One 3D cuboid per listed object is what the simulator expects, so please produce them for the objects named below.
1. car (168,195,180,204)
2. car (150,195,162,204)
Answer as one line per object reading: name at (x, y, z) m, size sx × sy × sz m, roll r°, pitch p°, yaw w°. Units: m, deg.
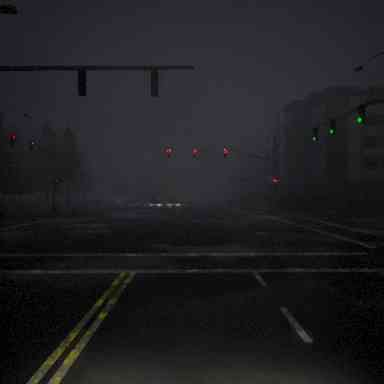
car at (-3.500, 1.413, 64.974) m, size 2.097 × 1.767 × 4.553 m, roll 0°, pitch 0°, yaw 0°
car at (-7.000, 1.413, 64.974) m, size 2.097 × 1.767 × 4.553 m, roll 0°, pitch 0°, yaw 0°
